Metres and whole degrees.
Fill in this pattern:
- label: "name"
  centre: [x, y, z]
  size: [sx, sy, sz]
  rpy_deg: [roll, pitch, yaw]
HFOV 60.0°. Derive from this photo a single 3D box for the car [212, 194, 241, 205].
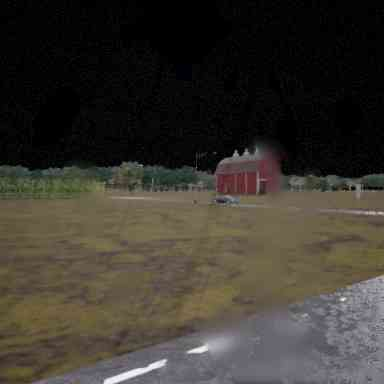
- label: "car"
  centre: [4.941, 1.116, 48.084]
  size: [1.837, 1.490, 4.892]
  rpy_deg: [1, 0, -36]
